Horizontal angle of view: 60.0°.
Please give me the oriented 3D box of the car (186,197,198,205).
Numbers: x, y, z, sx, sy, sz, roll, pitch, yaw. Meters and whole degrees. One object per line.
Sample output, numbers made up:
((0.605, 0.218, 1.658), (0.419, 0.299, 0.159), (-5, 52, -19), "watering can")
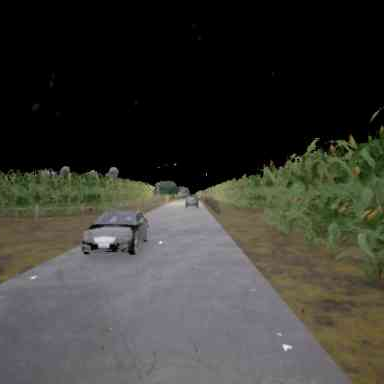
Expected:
((-0.002, 1.510, 56.768), (1.994, 1.385, 4.181), (0, 0, 0), "car")

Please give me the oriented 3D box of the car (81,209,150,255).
((-2.820, 1.458, 13.141), (2.128, 1.511, 4.902), (0, 0, 0), "car")

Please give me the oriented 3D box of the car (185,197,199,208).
((-0.002, 1.415, 46.344), (2.128, 1.511, 4.902), (0, 0, 0), "car")
